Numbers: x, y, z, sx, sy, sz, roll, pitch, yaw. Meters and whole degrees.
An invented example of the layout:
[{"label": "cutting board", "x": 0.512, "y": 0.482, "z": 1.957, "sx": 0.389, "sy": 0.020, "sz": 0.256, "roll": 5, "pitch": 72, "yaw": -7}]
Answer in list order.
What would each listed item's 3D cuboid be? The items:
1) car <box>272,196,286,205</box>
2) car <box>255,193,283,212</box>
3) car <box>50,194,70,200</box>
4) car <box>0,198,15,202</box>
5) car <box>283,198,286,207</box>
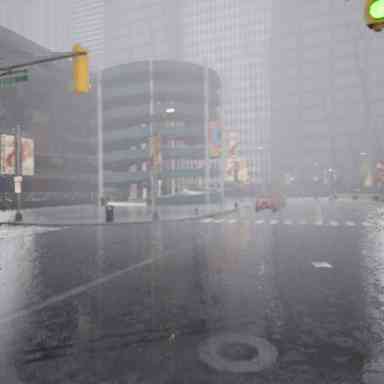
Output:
[{"label": "car", "x": 14.693, "y": 1.425, "z": 56.221, "sx": 1.994, "sy": 1.385, "sz": 4.181, "roll": -1, "pitch": 0, "yaw": 10}, {"label": "car", "x": 8.571, "y": 1.143, "z": 37.525, "sx": 2.150, "sy": 2.045, "sz": 5.566, "roll": -1, "pitch": 0, "yaw": 21}, {"label": "car", "x": -31.155, "y": 1.411, "z": 78.731, "sx": 5.566, "sy": 2.045, "sz": 2.435, "roll": -1, "pitch": 0, "yaw": 20}, {"label": "car", "x": -28.328, "y": 1.658, "z": 49.989, "sx": 4.674, "sy": 1.452, "sz": 2.002, "roll": -1, "pitch": 0, "yaw": 20}, {"label": "car", "x": 11.981, "y": 1.379, "z": 46.612, "sx": 2.128, "sy": 1.511, "sz": 4.902, "roll": -1, "pitch": 0, "yaw": 21}]
